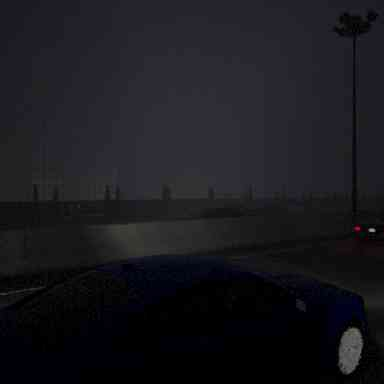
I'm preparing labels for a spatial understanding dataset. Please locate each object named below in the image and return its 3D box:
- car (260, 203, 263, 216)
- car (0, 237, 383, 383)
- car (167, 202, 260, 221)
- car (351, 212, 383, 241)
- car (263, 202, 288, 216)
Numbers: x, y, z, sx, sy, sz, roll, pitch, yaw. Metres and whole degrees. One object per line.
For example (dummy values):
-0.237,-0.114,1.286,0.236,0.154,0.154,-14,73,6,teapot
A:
2.253,1.488,22.795,5.008,1.535,1.882,0,0,-35,car
0.040,1.479,3.775,5.008,1.535,1.882,0,0,-36,car
1.011,1.485,17.611,5.008,1.535,1.882,0,0,-35,car
9.136,1.558,14.564,5.357,1.411,2.033,0,0,-36,car
6.420,1.616,30.058,4.718,1.301,1.895,0,0,-35,car
